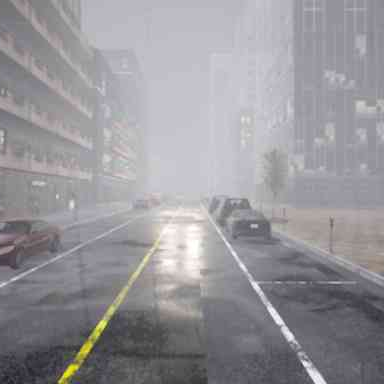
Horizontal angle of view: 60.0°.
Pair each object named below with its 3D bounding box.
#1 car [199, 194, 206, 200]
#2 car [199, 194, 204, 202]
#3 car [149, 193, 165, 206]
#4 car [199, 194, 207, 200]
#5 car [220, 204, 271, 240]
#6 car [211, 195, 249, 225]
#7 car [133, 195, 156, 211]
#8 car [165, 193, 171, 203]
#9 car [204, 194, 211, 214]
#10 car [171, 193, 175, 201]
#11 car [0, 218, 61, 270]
[{"bbox_3d":[2.666,1.304,88.373,1.752,1.417,4.829,1,0,0],"label":"car"},{"bbox_3d":[2.667,1.380,66.109,1.802,1.307,4.206,1,0,0],"label":"car"},{"bbox_3d":[-5.701,1.141,49.536,2.192,1.841,5.009,1,0,0],"label":"car"},{"bbox_3d":[2.667,1.221,82.679,1.967,1.590,4.097,1,0,0],"label":"car"},{"bbox_3d":[2.693,1.496,16.402,1.947,1.339,4.313,1,0,0],"label":"car"},{"bbox_3d":[2.693,1.224,21.925,2.192,1.841,5.009,1,0,0],"label":"car"},{"bbox_3d":[-5.698,1.398,38.490,1.887,1.381,4.507,1,0,0],"label":"car"},{"bbox_3d":[-5.713,1.364,66.106,1.947,1.339,4.313,1,0,0],"label":"car"},{"bbox_3d":[2.687,1.185,32.971,2.192,1.841,5.009,1,0,0],"label":"car"},{"bbox_3d":[-5.720,1.101,77.152,2.192,1.841,5.009,1,0,0],"label":"car"},{"bbox_3d":[-5.685,1.534,10.876,1.802,1.307,4.206,1,0,0],"label":"car"}]
